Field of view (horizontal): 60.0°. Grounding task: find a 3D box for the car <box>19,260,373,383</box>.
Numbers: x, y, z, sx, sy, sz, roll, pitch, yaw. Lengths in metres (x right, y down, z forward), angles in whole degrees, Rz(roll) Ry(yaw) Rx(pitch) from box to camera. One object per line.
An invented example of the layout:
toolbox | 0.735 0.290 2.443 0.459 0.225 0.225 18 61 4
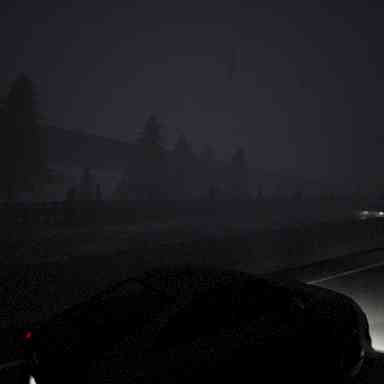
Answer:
car | 0.298 1.561 3.960 4.181 1.385 1.994 0 0 -36

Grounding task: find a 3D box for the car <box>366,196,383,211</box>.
car | 20.731 1.202 35.973 5.008 1.535 1.882 -1 0 -35
